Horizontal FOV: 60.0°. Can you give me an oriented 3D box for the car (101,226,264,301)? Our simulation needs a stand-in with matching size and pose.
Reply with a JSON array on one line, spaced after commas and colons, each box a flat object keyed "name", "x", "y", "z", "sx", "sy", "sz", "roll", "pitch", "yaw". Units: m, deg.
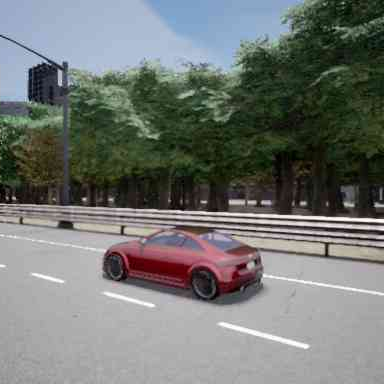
[{"name": "car", "x": -0.350, "y": 1.566, "z": 8.420, "sx": 4.181, "sy": 1.385, "sz": 1.994, "roll": 0, "pitch": 0, "yaw": 36}]
